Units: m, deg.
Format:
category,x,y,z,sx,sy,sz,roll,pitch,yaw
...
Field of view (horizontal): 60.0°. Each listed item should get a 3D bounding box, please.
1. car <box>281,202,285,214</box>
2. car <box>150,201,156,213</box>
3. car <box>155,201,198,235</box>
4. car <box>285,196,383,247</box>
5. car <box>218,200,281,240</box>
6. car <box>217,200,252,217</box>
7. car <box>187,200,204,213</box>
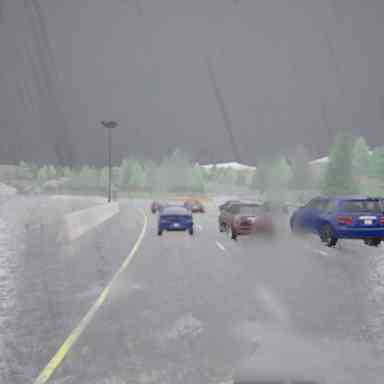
category,x,y,z,sx,sy,sz,roll,pitch,yaw
car,8.608,1.569,35.001,1.994,1.385,4.181,0,0,-1
car,-3.587,1.619,36.929,1.895,1.301,4.718,0,0,-11
car,-1.020,1.486,19.019,1.882,1.535,5.008,0,0,-6
car,6.394,1.220,15.143,2.150,2.045,5.566,0,0,-4
car,2.683,1.356,17.204,2.097,1.767,4.553,0,0,-5
car,4.145,1.557,33.515,2.033,1.411,5.357,0,0,-9
car,-0.009,1.578,36.718,1.994,1.385,4.181,0,0,-10
